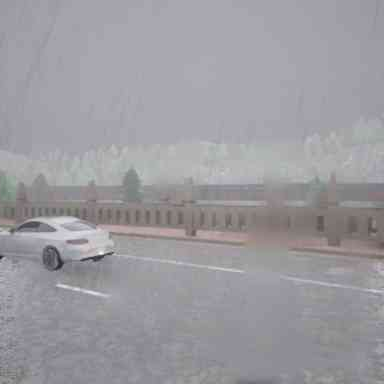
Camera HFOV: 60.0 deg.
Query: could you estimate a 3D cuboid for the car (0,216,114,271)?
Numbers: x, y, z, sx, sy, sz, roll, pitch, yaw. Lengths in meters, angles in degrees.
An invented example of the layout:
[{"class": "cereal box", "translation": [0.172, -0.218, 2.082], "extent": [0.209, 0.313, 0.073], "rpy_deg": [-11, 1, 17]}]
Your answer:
[{"class": "car", "translation": [-4.612, 1.505, 10.722], "extent": [4.674, 1.442, 1.812], "rpy_deg": [0, 0, 30]}]
